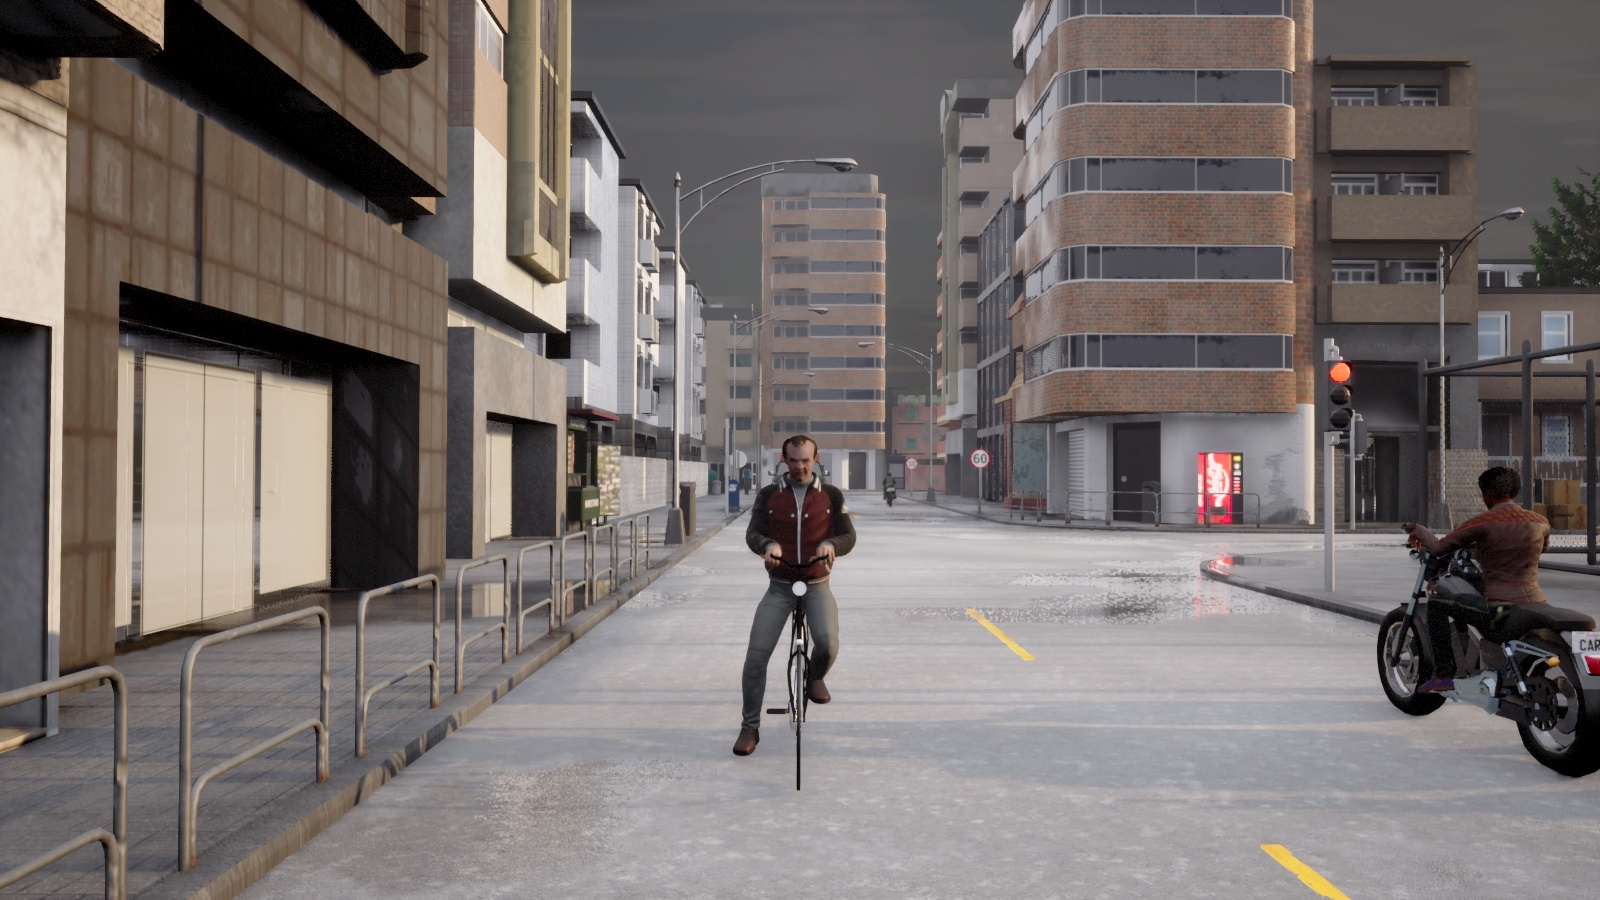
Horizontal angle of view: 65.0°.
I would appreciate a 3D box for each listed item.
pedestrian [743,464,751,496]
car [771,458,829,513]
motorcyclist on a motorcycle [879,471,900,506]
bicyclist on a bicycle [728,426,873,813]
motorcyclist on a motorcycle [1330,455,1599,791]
[{"bbox_3d":[-3.144,1.784,74.483,0.396,1.930,0.692,0,-1,0],"label":"pedestrian"},{"bbox_3d":[-0.029,1.368,49.796,2.150,2.045,5.566,0,-1,-1],"label":"car"},{"bbox_3d":[3.990,1.720,56.075,0.797,1.523,2.044,0,-1,0],"label":"motorcyclist on a motorcycle"},{"bbox_3d":[0.003,0.797,6.703,0.659,1.776,1.843,0,-1,0],"label":"bicyclist on a bicycle"},{"bbox_3d":[3.999,0.872,7.367,0.766,1.649,2.350,0,-1,0],"label":"motorcyclist on a motorcycle"}]
